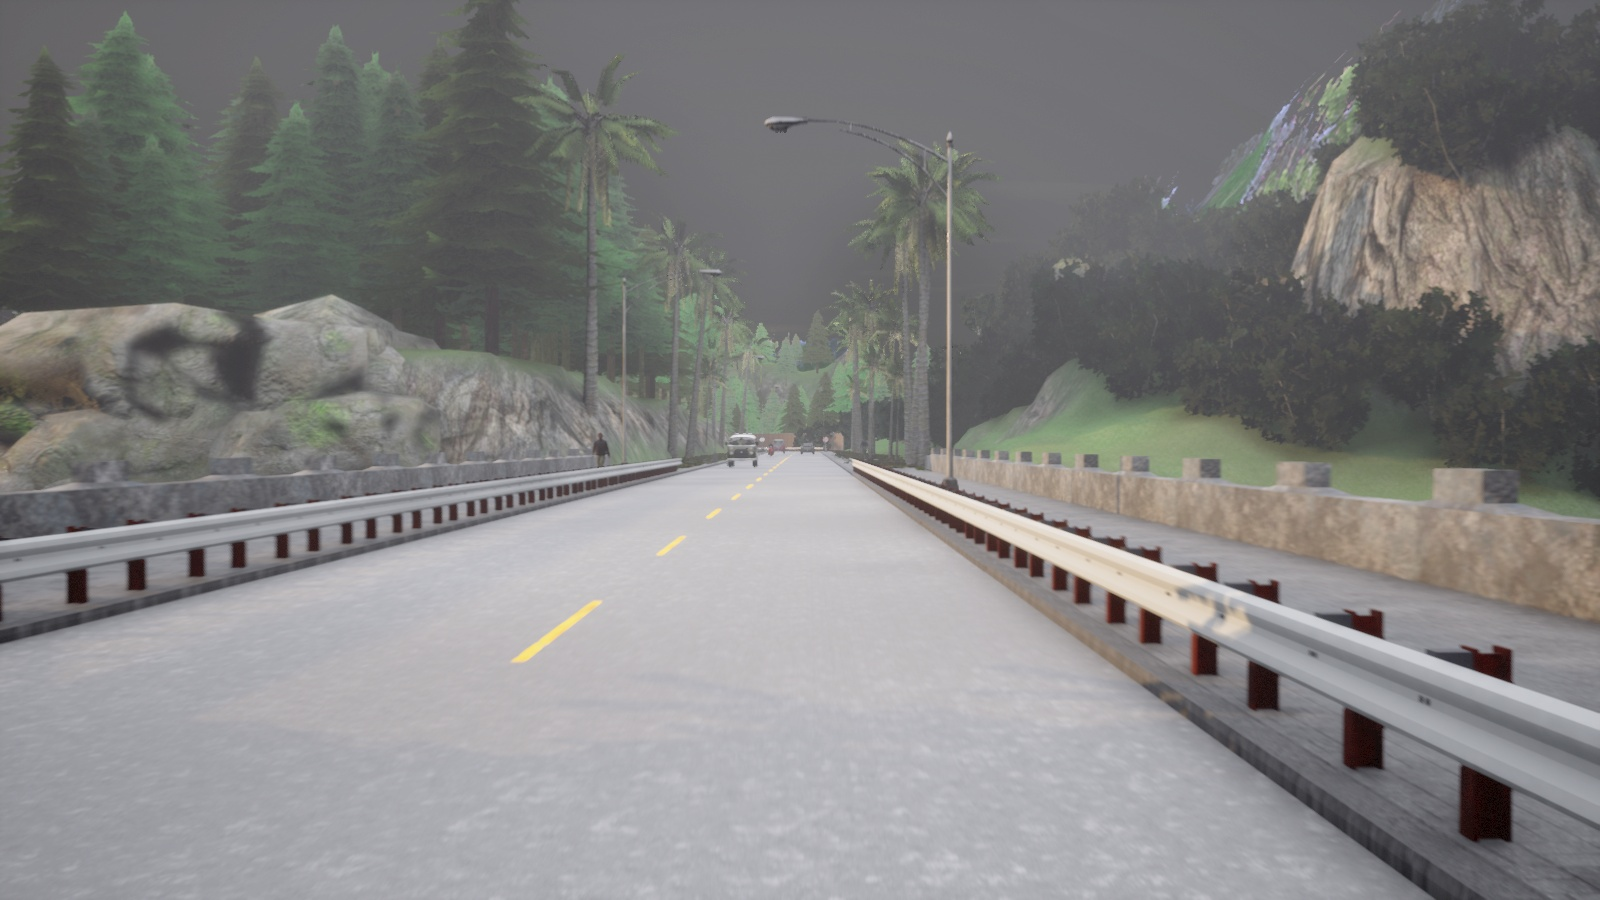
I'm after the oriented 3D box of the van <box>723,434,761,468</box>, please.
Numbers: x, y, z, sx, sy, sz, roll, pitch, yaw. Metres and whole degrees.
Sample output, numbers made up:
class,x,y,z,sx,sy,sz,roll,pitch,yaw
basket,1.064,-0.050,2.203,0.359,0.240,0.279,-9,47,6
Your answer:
class,x,y,z,sx,sy,sz,roll,pitch,yaw
van,-3.547,0.035,77.562,2.069,2.038,4.480,0,0,0

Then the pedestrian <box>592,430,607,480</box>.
class,x,y,z,sx,sy,sz,roll,pitch,yaw
pedestrian,-7.520,0.188,47.118,0.431,1.840,0.703,0,0,0
